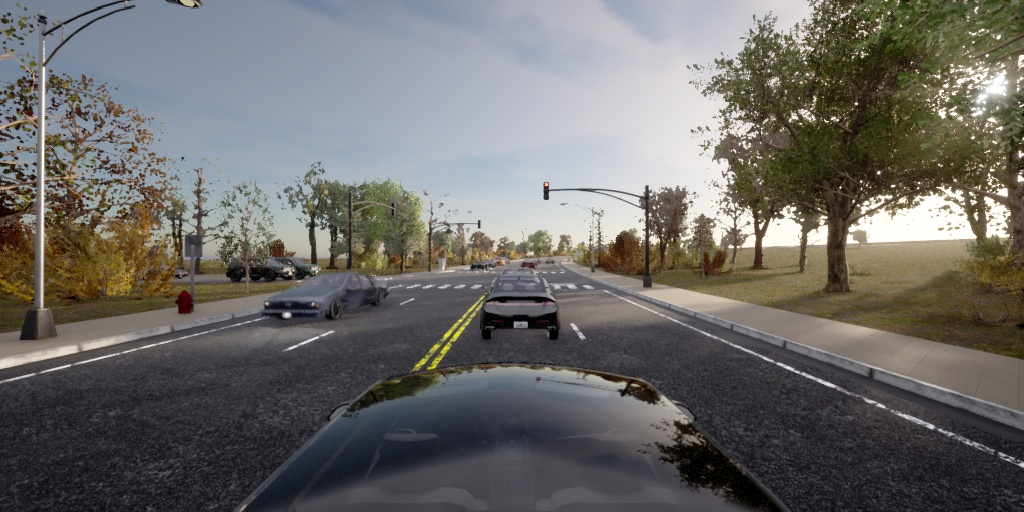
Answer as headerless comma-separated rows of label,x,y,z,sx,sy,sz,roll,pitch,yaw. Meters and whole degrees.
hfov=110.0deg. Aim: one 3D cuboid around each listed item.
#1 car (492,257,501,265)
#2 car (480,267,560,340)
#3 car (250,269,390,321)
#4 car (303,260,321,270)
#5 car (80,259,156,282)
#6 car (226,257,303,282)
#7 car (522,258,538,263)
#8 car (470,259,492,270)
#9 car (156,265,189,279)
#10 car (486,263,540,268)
car,-3.622,1.228,59.463,2.033,1.411,5.357,0,0,5
car,0.200,1.242,10.003,2.128,1.511,4.902,0,0,0
car,-6.216,1.298,12.850,2.033,1.411,5.357,0,0,4
car,-20.634,1.152,33.452,5.566,2.045,2.150,-1,-1,10
car,-36.532,1.279,32.992,5.566,2.045,2.150,0,0,10
car,-21.118,1.124,30.236,5.566,2.045,2.150,-1,-1,10
car,2.368,1.172,50.913,1.882,1.535,5.008,0,0,5
car,-4.489,1.303,49.825,1.895,1.301,4.718,0,0,6
car,-35.534,1.634,36.111,5.357,1.411,2.033,-1,-1,10
car,0.292,1.240,15.332,2.128,1.511,4.902,0,0,2
